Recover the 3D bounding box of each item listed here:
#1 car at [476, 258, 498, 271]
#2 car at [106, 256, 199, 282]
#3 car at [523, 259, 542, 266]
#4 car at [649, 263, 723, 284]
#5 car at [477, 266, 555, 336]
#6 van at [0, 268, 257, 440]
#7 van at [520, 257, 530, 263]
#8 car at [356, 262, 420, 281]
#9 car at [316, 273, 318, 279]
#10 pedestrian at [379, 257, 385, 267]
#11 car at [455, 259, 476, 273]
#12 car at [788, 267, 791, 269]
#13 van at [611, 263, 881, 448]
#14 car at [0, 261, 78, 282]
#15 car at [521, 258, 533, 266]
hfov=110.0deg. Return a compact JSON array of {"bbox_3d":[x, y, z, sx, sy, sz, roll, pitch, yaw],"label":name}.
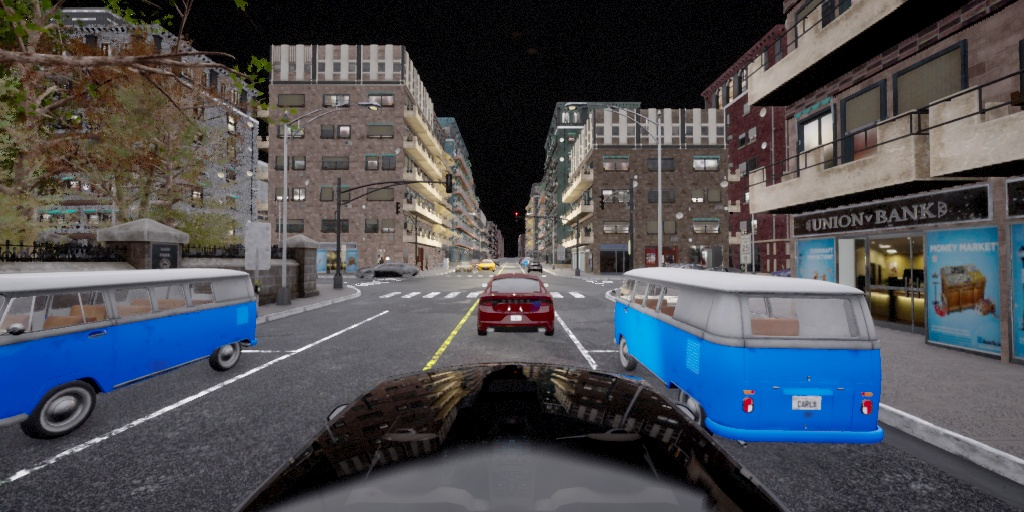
[{"bbox_3d":[-3.107,1.242,44.703,1.882,1.535,5.008,0,0,0],"label":"car"},{"bbox_3d":[-25.835,0.949,25.898,4.553,1.767,2.097,0,-1,1],"label":"car"},{"bbox_3d":[2.685,1.330,43.041,1.948,1.339,4.313,0,0,0],"label":"car"},{"bbox_3d":[13.792,1.364,28.638,4.902,1.511,2.128,0,-1,1],"label":"car"},{"bbox_3d":[0.096,1.230,10.456,1.882,1.535,5.008,0,0,0],"label":"car"},{"bbox_3d":[-5.657,1.092,5.095,1.690,1.789,3.998,0,0,0],"label":"van"},{"bbox_3d":[2.683,1.112,59.968,1.690,1.789,3.998,0,0,0],"label":"van"},{"bbox_3d":[-10.065,1.235,29.282,4.902,1.511,2.128,1,-1,-18],"label":"car"},{"bbox_3d":[-16.608,1.139,25.787,4.902,1.511,2.128,0,-1,1],"label":"car"},{"bbox_3d":[-12.544,0.968,34.481,0.375,1.860,0.375,0,-1,1],"label":"pedestrian"},{"bbox_3d":[-5.695,1.290,42.870,1.751,1.417,4.829,0,0,0],"label":"car"},{"bbox_3d":[23.119,1.451,28.527,4.674,1.442,1.812,0,-1,1],"label":"car"},{"bbox_3d":[2.658,1.092,5.094,1.690,1.789,3.998,0,0,0],"label":"van"},{"bbox_3d":[-35.362,1.093,26.015,5.357,1.411,2.033,0,-1,1],"label":"car"},{"bbox_3d":[2.684,1.317,48.684,2.007,1.370,4.403,0,0,0],"label":"car"}]
